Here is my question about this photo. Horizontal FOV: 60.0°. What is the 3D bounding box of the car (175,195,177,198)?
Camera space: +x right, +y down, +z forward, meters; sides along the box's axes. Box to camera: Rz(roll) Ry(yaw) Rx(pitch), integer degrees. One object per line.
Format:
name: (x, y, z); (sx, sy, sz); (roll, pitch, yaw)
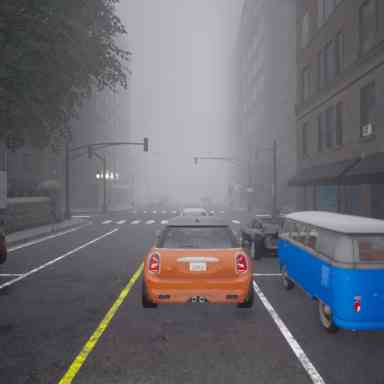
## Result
car: (-5.642, 1.290, 82.876); (2.192, 1.841, 5.009); (0, 0, 0)

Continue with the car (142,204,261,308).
car: (0.105, 1.351, 8.074); (2.097, 1.767, 4.553); (0, 0, 0)

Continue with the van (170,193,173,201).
van: (-5.646, 1.312, 71.974); (1.690, 1.788, 3.998); (0, 0, 0)

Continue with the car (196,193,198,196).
car: (2.887, 1.507, 93.969); (1.752, 1.417, 4.829); (0, 0, 0)

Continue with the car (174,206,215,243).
car: (0.107, 1.521, 17.075); (1.812, 1.442, 4.674); (0, 0, 0)

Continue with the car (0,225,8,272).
car: (-5.667, 1.314, 6.482); (2.192, 1.841, 5.009); (0, 0, 0)

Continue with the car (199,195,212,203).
car: (2.877, 1.410, 66.557); (1.967, 1.590, 4.097); (0, 0, 0)

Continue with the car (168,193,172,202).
car: (-5.647, 1.515, 66.524); (1.887, 1.381, 4.507); (0, 0, 0)

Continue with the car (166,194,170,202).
car: (-5.649, 1.515, 61.073); (1.887, 1.381, 4.507); (0, 0, 0)

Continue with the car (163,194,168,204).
car: (-5.650, 1.522, 55.622); (2.008, 1.369, 4.403); (0, 0, 0)

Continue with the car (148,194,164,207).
car: (-5.652, 1.498, 50.001); (1.752, 1.417, 4.829); (0, 0, 0)

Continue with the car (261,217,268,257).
car: (2.860, 1.563, 12.180); (1.947, 1.339, 4.313); (0, 0, 0)

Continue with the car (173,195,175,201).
car: (-5.643, 1.523, 77.425); (2.008, 1.369, 4.403); (0, 0, 0)

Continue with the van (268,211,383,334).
van: (2.858, 1.340, 6.520); (1.690, 1.788, 3.998); (0, 0, 0)
